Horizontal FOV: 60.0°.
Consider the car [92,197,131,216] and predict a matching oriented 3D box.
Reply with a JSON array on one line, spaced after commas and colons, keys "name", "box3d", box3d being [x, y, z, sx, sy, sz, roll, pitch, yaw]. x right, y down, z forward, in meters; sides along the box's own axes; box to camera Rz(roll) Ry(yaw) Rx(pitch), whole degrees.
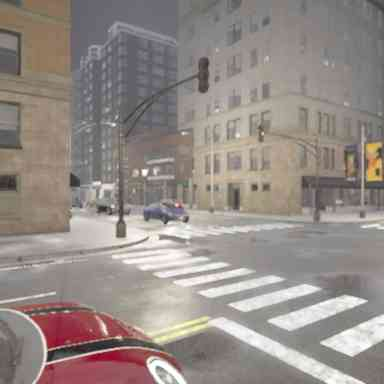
[{"name": "car", "box3d": [-7.698, 1.306, 32.430, 2.097, 1.767, 4.553, 0, 0, -36]}]

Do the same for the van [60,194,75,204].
[{"name": "van", "box3d": [-24.651, 1.314, 65.845, 1.690, 1.788, 3.998, 0, 0, -35]}]

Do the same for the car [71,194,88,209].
[{"name": "car", "box3d": [-15.751, 1.451, 43.813, 1.837, 1.490, 4.892, 0, 1, -35]}]

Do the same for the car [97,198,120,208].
[{"name": "car", "box3d": [-12.043, 1.544, 48.043, 1.802, 1.307, 4.206, 0, 0, -35]}]

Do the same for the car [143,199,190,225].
[{"name": "car", "box3d": [-2.019, 1.489, 24.351, 1.812, 1.442, 4.674, 0, 0, -34]}]

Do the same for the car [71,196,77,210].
[{"name": "car", "box3d": [-15.441, 1.510, 38.957, 1.947, 1.339, 4.313, 0, 0, -35]}]

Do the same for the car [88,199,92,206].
[{"name": "car", "box3d": [-15.293, 1.488, 52.632, 1.752, 1.417, 4.829, 0, 0, -35]}]

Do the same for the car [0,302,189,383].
[{"name": "car", "box3d": [-2.139, 1.353, 1.939, 4.553, 1.767, 2.097, 0, 0, -36]}]
